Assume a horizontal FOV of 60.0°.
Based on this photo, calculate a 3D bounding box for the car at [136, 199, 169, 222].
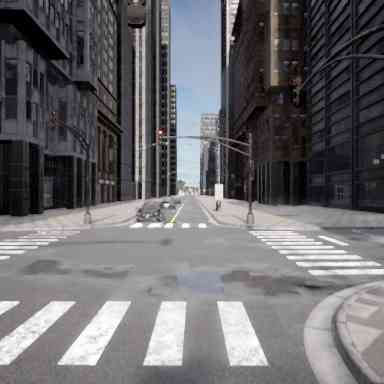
[{"bbox_3d":[-3.225,1.552,26.783,1.837,1.490,4.892,0,0,2],"label":"car"}]

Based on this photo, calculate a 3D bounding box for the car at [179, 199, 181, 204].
[{"bbox_3d":[-3.145,1.708,64.856,1.994,1.385,4.181,0,0,0],"label":"car"}]

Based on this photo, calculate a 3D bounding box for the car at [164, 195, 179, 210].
[{"bbox_3d":[-3.197,1.577,44.799,2.128,1.511,4.902,0,0,0],"label":"car"}]
